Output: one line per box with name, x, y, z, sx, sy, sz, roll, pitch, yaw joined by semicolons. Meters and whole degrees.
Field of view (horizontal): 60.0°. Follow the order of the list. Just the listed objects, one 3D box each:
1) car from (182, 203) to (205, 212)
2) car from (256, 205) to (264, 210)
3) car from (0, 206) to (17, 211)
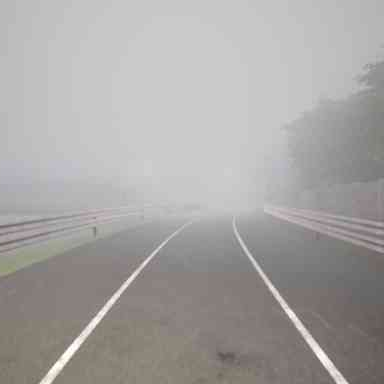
car;0.300;2.732;61.080;2.097;1.767;4.553;-2;-3;43
car;18.033;3.994;86.821;1.994;1.385;4.181;-1;-2;25
car;-24.173;2.092;40.982;4.718;1.301;1.895;2;-3;-33
